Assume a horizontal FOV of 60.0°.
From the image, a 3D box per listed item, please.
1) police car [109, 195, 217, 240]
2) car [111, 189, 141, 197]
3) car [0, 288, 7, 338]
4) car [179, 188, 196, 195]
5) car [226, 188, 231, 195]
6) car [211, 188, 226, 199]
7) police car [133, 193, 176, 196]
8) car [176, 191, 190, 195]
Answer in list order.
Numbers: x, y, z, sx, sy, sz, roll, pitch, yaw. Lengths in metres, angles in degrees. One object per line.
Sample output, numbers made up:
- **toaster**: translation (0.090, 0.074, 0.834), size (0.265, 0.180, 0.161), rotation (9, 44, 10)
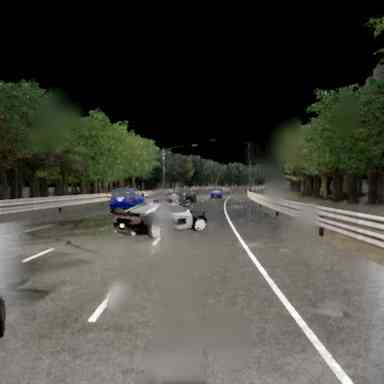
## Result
- **police car**: translation (-1.243, 1.168, 15.784), size (1.930, 1.638, 5.238), rotation (1, 1, 40)
- **car**: translation (-5.649, 0.710, 29.789), size (2.150, 2.045, 5.566), rotation (0, 1, 4)
- **car**: translation (-3.484, 1.453, 2.627), size (2.128, 1.511, 4.902), rotation (0, 1, 1)
- **car**: translation (-0.674, 0.416, 45.968), size (2.150, 2.045, 5.566), rotation (0, 1, 7)
- **car**: translation (7.922, -0.123, 77.541), size (2.128, 1.511, 4.902), rotation (0, 2, 12)
- **car**: translation (4.371, 0.426, 57.701), size (1.882, 1.535, 5.008), rotation (0, 2, 10)
- **police car**: translation (-2.661, 1.093, 24.322), size (2.038, 1.542, 4.974), rotation (0, 1, 4)
- **car**: translation (-1.814, 0.938, 35.147), size (2.033, 1.411, 5.357), rotation (0, 1, 5)
